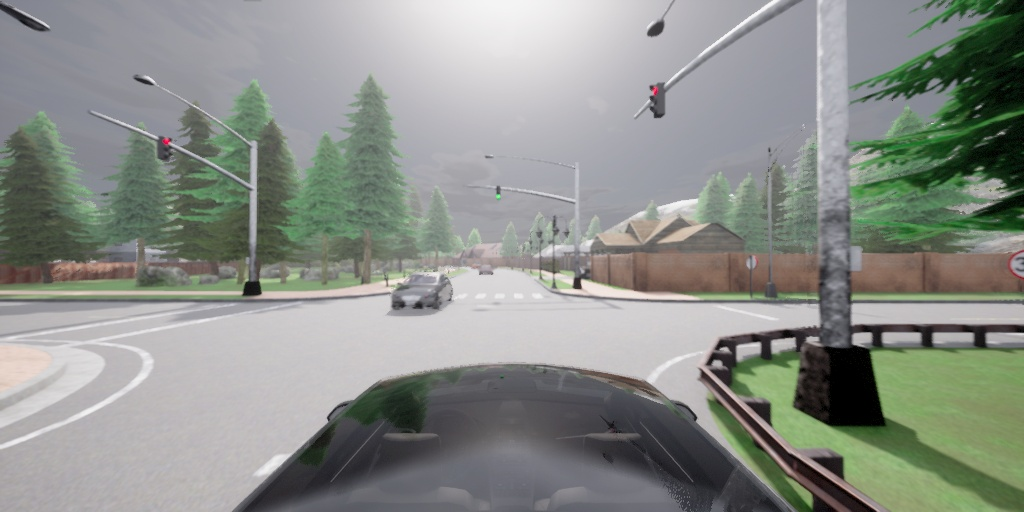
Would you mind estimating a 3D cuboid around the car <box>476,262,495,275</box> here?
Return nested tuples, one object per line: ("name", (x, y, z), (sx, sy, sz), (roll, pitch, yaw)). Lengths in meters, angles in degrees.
("car", (-3.443, 1.901, 48.789), (1.812, 1.442, 4.674), (0, 0, -1))

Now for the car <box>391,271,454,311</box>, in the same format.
("car", (-3.724, 1.453, 15.537), (2.128, 1.511, 4.902), (0, 0, 0))
